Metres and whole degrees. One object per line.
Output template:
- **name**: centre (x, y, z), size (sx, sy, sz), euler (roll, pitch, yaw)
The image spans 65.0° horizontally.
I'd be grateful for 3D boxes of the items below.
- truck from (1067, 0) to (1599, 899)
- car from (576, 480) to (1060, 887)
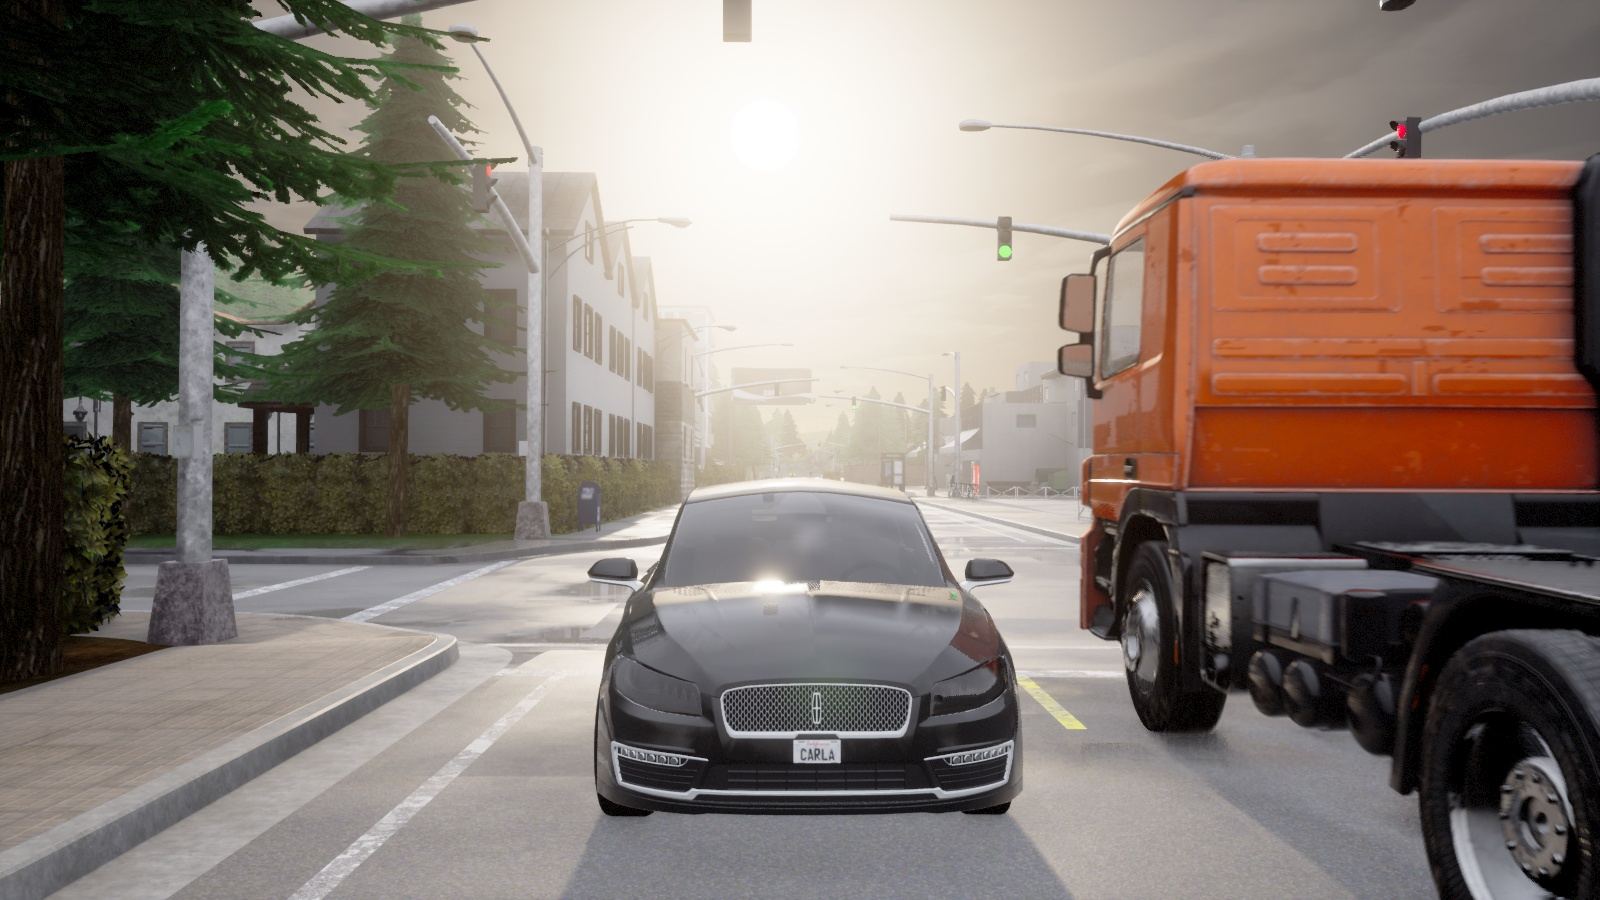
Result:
- **truck**: centre (3.457, -0.052, 5.386), size (2.891, 3.462, 7.936), euler (0, 0, 0)
- **car**: centre (-0.006, 0.941, 7.222), size (1.837, 1.490, 4.892), euler (0, -1, -2)
